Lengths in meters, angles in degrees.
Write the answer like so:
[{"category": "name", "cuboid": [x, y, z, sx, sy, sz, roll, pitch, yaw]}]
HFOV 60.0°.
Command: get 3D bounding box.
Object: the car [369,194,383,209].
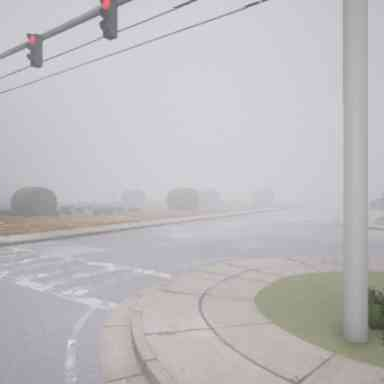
[{"category": "car", "cuboid": [23.027, 1.074, 39.751, 1.905, 1.878, 3.866, -6, -1, -8]}]
